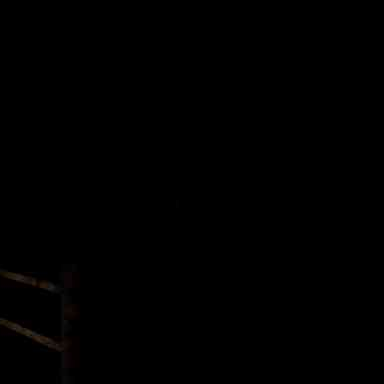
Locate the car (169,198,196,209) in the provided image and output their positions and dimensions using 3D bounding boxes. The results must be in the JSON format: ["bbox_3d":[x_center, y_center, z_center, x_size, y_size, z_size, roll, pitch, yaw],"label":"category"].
[{"bbox_3d":[-1.531,1.962,56.672,2.150,2.045,5.566,-1,-2,36],"label":"car"}]

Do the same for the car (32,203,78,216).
[{"bbox_3d":[-15.422,1.943,37.656,1.895,1.301,4.718,-1,-1,36],"label":"car"}]
